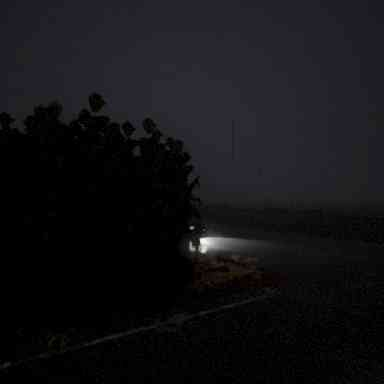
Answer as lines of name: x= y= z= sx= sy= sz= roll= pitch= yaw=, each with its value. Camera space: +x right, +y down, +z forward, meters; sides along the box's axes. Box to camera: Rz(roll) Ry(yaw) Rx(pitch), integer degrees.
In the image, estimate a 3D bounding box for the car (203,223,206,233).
car: x=-1.119 y=1.554 z=17.692 sx=1.994 sy=1.385 sz=4.181 roll=0 pitch=0 yaw=-35
